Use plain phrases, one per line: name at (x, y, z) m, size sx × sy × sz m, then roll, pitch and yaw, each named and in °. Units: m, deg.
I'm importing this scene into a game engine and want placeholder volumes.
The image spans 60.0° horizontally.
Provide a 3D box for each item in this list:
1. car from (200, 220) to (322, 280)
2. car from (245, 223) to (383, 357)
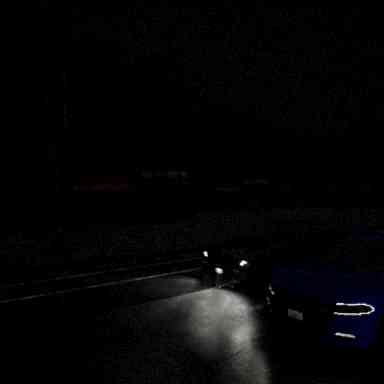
car at (2.831, 1.538, 9.692) m, size 5.357 × 1.411 × 2.033 m, roll 0°, pitch 0°, yaw -35°
car at (3.499, 1.469, 6.177) m, size 5.008 × 1.535 × 1.882 m, roll 0°, pitch 0°, yaw -35°
